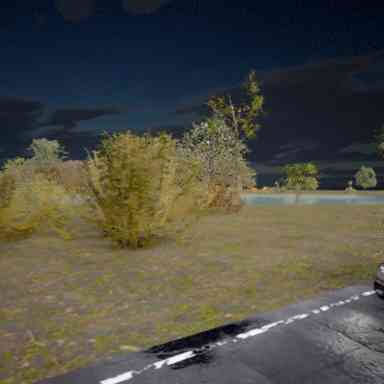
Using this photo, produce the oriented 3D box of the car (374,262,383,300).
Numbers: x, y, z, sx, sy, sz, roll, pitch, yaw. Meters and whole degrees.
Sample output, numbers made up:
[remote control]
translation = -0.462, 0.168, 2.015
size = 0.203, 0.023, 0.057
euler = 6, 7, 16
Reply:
[car]
translation = 5.836, 1.559, 7.220
size = 4.674, 1.442, 1.812
euler = 0, 0, -35
